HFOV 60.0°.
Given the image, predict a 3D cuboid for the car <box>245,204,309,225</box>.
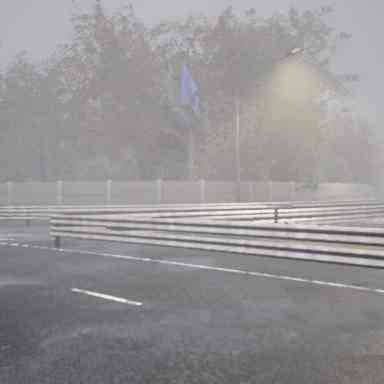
[{"bbox_3d":[5.539,1.494,21.532,4.181,1.385,1.994,-1,0,-22],"label":"car"}]
